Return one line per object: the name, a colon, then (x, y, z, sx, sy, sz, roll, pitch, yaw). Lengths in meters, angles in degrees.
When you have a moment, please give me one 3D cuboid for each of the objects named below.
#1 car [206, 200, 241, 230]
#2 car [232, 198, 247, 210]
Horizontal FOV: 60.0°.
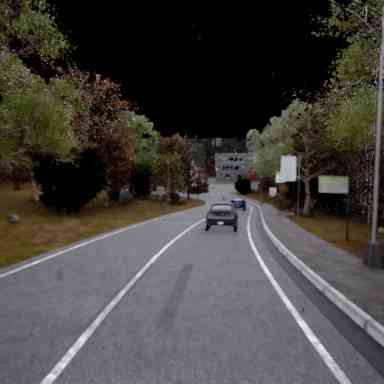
car: (1.966, 1.484, 20.903, 1.837, 1.490, 4.892, 1, 0, 9)
car: (5.884, 1.441, 42.440, 1.882, 1.535, 5.008, 1, 0, 10)
